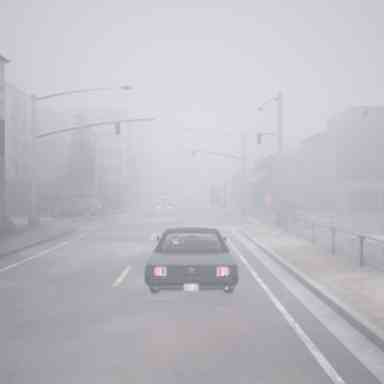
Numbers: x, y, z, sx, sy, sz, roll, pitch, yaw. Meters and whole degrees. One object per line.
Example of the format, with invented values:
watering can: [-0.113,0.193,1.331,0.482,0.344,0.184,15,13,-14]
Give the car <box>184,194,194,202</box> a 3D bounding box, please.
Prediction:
car: [-0.573,1.148,66.958,2.128,1.511,4.902,0,0,0]

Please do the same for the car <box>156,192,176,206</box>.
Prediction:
car: [-4.002,0.968,49.165,2.150,2.045,5.566,0,0,-1]

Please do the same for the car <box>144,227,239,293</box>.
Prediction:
car: [-0.008,1.556,8.679,1.895,1.301,4.718,0,0,0]

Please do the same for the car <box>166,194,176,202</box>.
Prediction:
car: [-4.083,1.191,65.437,1.812,1.442,4.674,0,0,0]

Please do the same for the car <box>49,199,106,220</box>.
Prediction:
car: [-9.676,1.364,28.043,4.553,1.767,2.097,-1,0,16]
